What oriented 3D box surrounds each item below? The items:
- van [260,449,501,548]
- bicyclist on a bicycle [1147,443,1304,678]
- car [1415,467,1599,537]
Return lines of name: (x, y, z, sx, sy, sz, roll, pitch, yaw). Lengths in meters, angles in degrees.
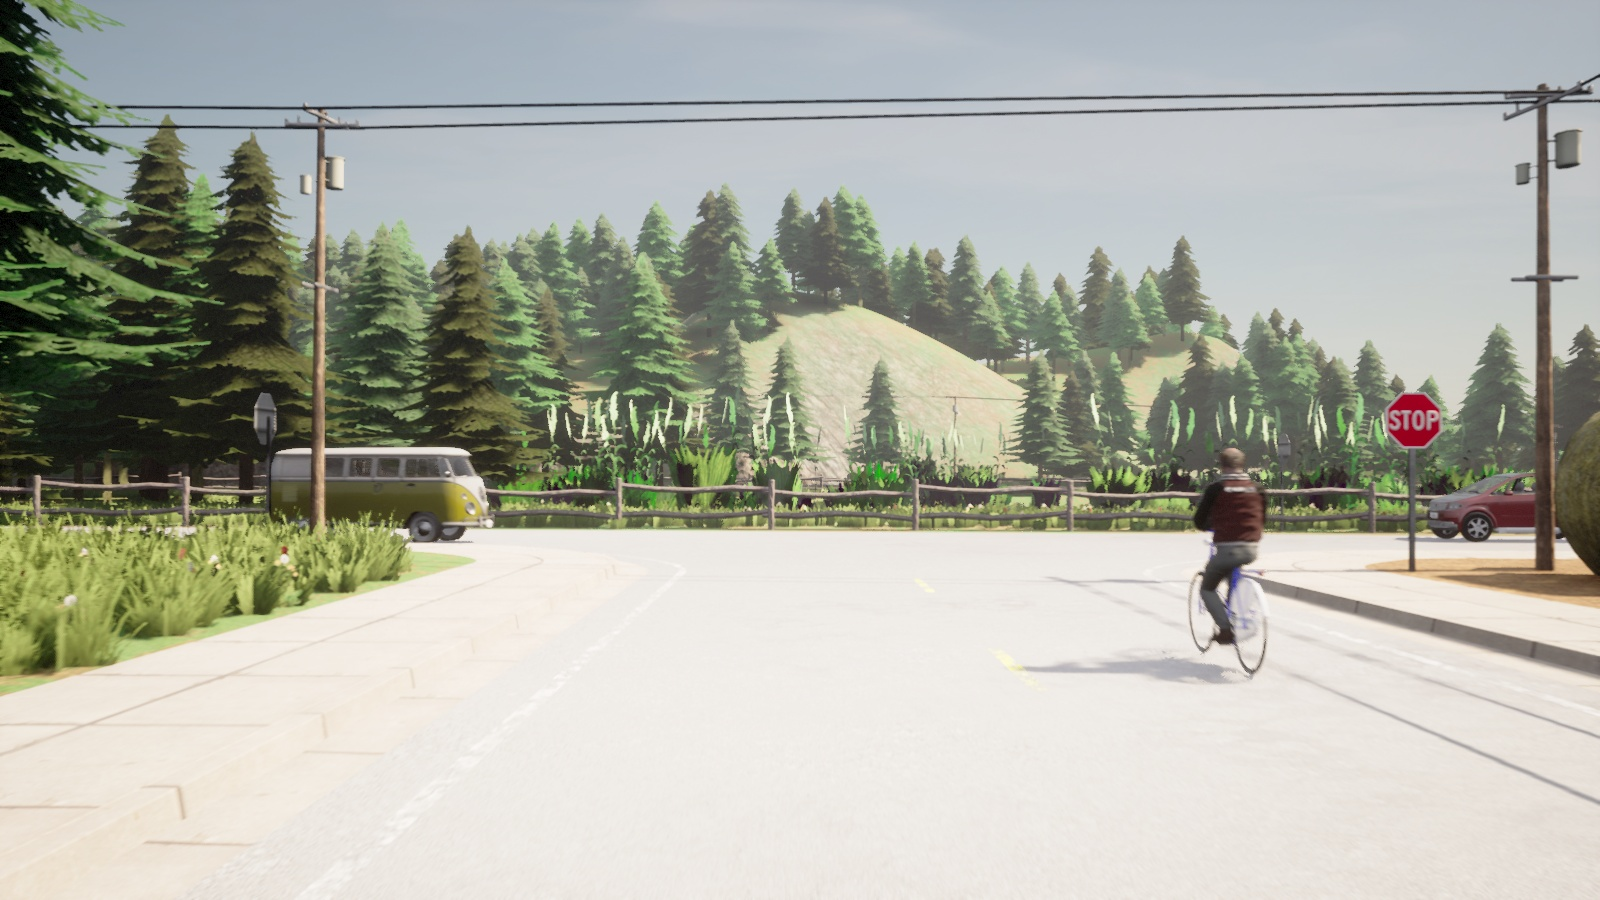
van: (-8.706, 1.009, 26.294, 4.442, 1.987, 1.775, 0, -1, 4)
bicyclist on a bicycle: (3.474, 0.846, 10.423, 0.659, 1.776, 1.843, 0, -1, 0)
car: (16.330, 1.173, 28.671, 3.705, 1.549, 1.789, 0, -1, 3)
